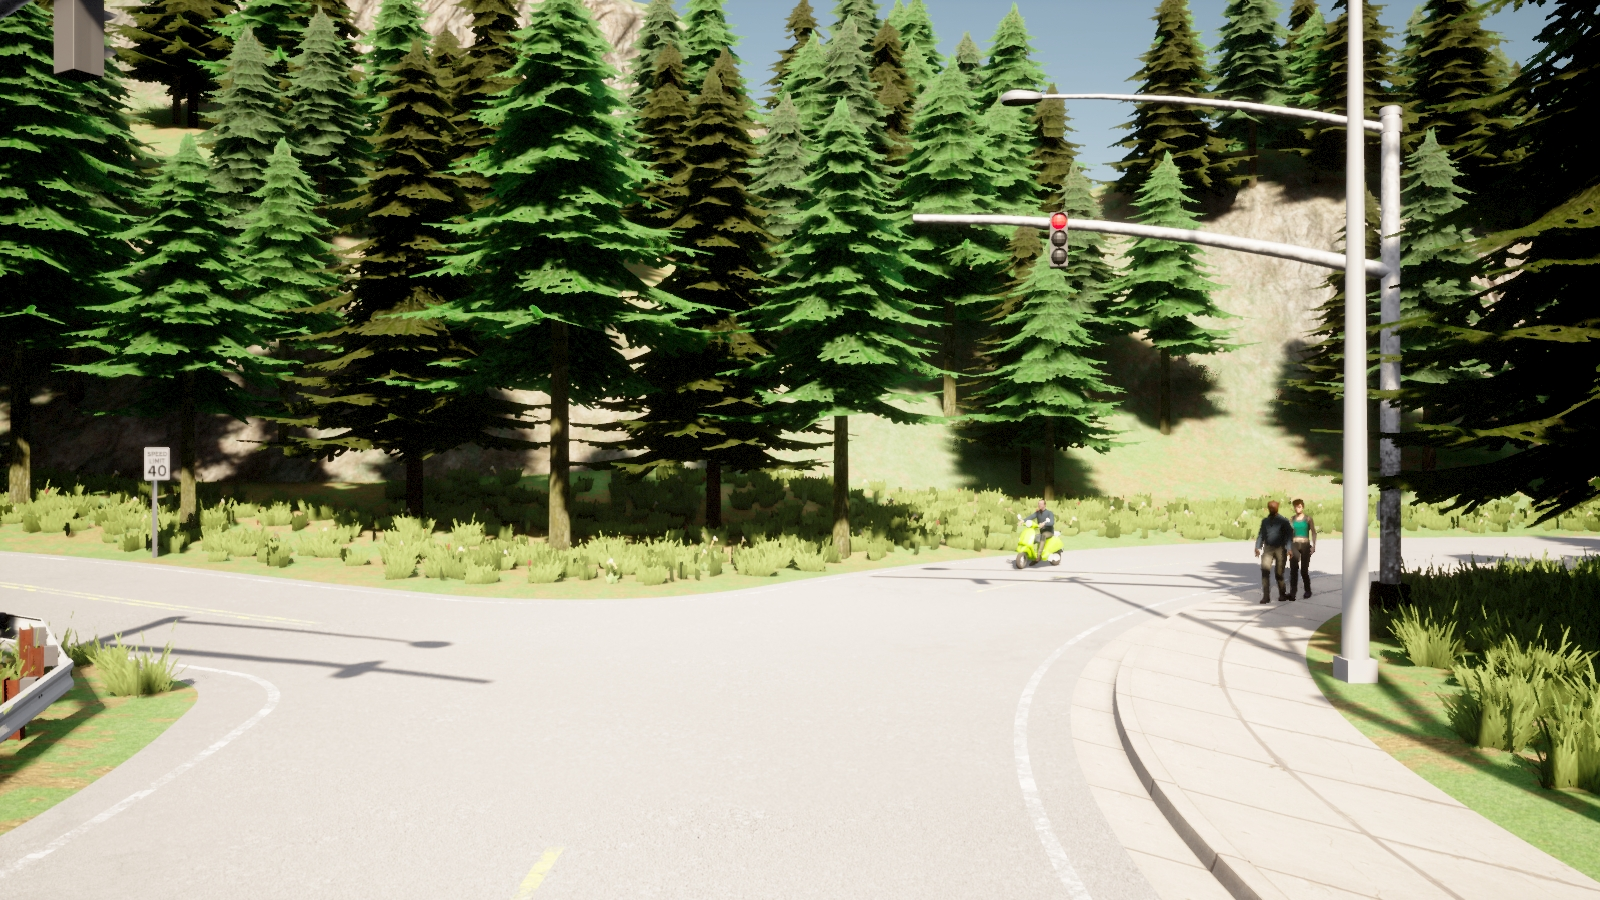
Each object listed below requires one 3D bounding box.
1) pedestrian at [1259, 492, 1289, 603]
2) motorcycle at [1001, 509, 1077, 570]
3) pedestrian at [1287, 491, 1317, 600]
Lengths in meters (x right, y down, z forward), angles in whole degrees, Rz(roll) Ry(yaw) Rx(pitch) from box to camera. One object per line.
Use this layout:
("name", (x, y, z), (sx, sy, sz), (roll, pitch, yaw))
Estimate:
("pedestrian", (8.141, 1.668, 19.624), (0.375, 1.860, 0.375), (0, 0, 45))
("motorcycle", (5.702, 2.113, 27.217), (1.805, 1.316, 0.856), (0, 0, -41))
("pedestrian", (8.822, 1.668, 20.085), (0.375, 1.860, 0.375), (0, 0, 44))
